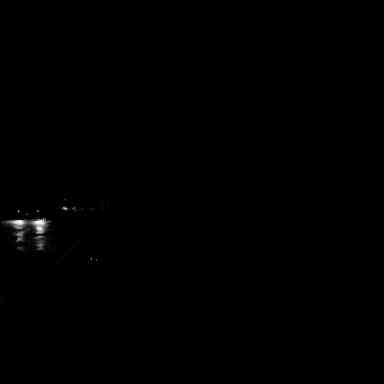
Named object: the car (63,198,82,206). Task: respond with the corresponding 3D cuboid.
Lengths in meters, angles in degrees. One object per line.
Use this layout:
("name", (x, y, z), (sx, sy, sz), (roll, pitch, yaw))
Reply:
("car", (-16.926, 1.107, 47.478), (2.097, 1.767, 4.553), (0, 0, -11))

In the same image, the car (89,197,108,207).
("car", (-13.252, 1.117, 47.098), (2.097, 1.767, 4.553), (0, 0, -11))

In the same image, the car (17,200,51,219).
("car", (-13.154, 1.429, 27.953), (1.812, 1.442, 4.674), (0, 1, -11))

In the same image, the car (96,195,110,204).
("car", (-15.193, 1.276, 56.959), (1.837, 1.490, 4.892), (0, 0, -11))

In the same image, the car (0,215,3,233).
("car", (-10.871, 1.502, 16.342), (1.812, 1.442, 4.674), (0, 0, -11))
